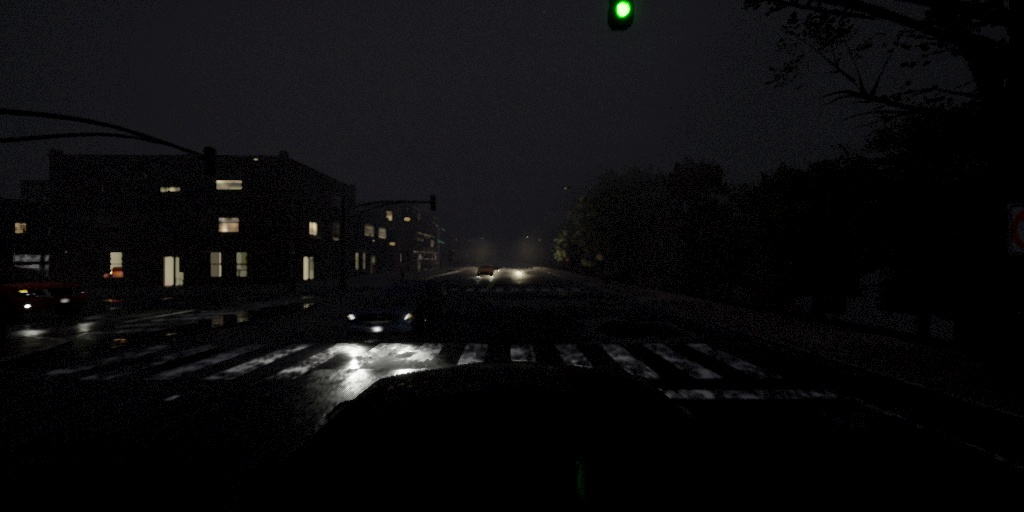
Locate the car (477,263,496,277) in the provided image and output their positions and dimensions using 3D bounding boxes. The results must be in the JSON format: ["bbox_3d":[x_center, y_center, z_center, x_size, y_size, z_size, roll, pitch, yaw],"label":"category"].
[{"bbox_3d":[-3.399,1.850,46.093,1.882,1.535,5.008,0,0,0],"label":"car"}]

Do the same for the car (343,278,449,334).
[{"bbox_3d":[-3.264,1.430,11.349,2.033,1.411,5.357,0,-1,0],"label":"car"}]

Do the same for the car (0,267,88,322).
[{"bbox_3d":[-20.279,1.439,13.991,5.566,2.045,2.150,-1,0,-1],"label":"car"}]
